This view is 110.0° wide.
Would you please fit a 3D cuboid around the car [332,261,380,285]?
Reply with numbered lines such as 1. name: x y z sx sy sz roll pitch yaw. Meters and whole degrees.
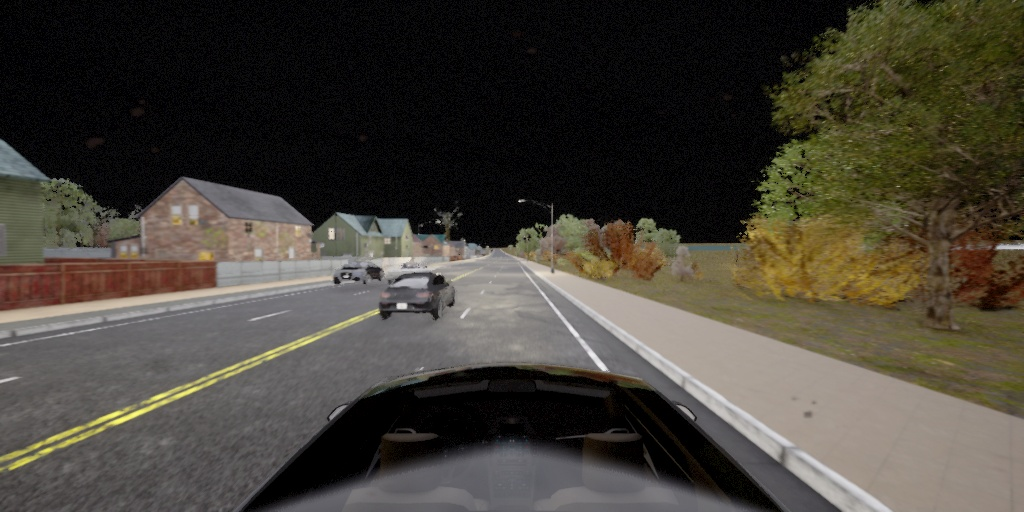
1. car: -9.757 1.017 23.098 1.994 1.385 4.181 0 0 0

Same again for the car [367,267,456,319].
1. car: -3.164 1.275 12.594 1.812 1.442 4.674 0 0 0

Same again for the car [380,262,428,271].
1. car: -6.507 1.060 23.070 1.895 1.301 4.718 0 0 0
